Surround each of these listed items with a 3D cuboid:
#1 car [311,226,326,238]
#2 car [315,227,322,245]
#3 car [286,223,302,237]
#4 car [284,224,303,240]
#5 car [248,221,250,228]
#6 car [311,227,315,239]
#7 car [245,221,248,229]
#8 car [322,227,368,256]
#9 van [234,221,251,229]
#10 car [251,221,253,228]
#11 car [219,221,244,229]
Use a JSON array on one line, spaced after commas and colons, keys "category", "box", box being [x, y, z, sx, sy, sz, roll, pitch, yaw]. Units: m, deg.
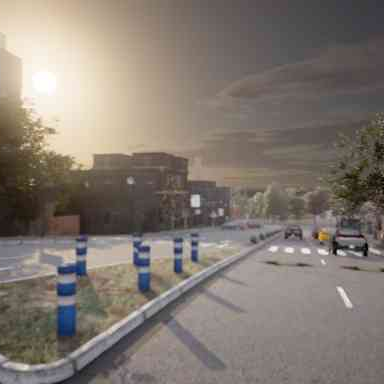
[{"category": "car", "box": [17.849, 5.630, 47.014, 1.812, 1.442, 4.674, 0, -5, 18]}, {"category": "car", "box": [12.358, 3.888, 29.691, 1.882, 1.535, 5.008, 0, -5, 18]}, {"category": "car", "box": [14.744, 5.427, 47.970, 2.097, 1.767, 4.553, 0, -5, 18]}, {"category": "car", "box": [11.628, 4.612, 38.067, 1.837, 1.490, 4.892, 0, -5, 18]}, {"category": "car", "box": [11.035, 8.413, 83.064, 5.366, 1.575, 1.946, 1, -5, -2]}, {"category": "car", "box": [15.127, 4.745, 38.459, 1.882, 1.535, 5.008, 0, -5, 18]}, {"category": "car", "box": [10.272, 8.171, 80.174, 4.792, 1.488, 2.163, 1, -5, -2]}, {"category": "car", "box": [9.389, 2.983, 20.310, 2.128, 1.511, 4.902, 0, -5, 18]}, {"category": "van", "box": [13.865, 9.031, 91.760, 4.442, 1.987, 1.878, 1, -5, -2]}, {"category": "car", "box": [13.092, 8.856, 88.867, 4.553, 1.767, 2.185, 1, -5, -2]}, {"category": "car", "box": [8.491, 7.587, 74.383, 4.892, 1.521, 2.231, 1, -5, -3]}]
